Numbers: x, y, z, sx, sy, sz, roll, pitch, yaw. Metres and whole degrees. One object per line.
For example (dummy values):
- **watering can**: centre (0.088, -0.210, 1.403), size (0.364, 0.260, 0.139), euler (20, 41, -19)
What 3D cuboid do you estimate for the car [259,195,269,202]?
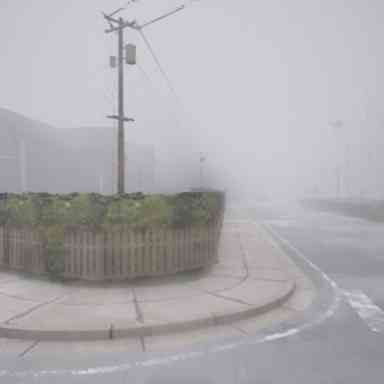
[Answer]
- **car**: centre (15.624, 1.401, 72.444), size (2.128, 1.511, 4.902), euler (0, 0, 6)

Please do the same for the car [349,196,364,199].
- **car**: centre (27.246, 1.420, 56.373), size (1.837, 1.490, 4.892), euler (1, 0, -31)
